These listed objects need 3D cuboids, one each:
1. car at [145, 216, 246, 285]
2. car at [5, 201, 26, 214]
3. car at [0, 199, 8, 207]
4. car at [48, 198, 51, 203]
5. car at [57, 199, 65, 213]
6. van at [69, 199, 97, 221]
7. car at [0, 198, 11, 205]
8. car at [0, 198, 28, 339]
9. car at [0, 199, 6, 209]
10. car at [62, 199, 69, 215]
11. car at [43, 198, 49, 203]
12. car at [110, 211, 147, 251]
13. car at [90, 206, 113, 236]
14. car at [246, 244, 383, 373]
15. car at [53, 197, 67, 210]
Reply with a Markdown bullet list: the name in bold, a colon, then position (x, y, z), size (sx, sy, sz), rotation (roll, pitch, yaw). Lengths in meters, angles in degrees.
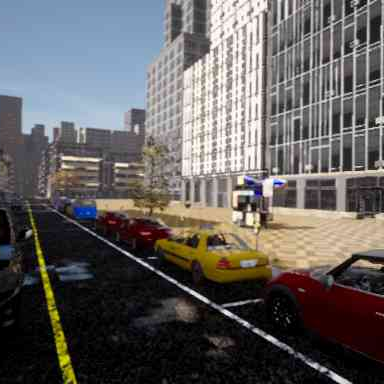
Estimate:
- **car**: position (0.298, 1.644, 9.852), size (1.752, 1.417, 4.829), rotation (1, -1, -27)
- **car**: position (-20.205, 1.735, 38.169), size (1.994, 1.385, 4.181), rotation (1, -1, -27)
- **car**: position (-31.826, 1.811, 55.392), size (1.802, 1.307, 4.206), rotation (1, -1, -27)
- **car**: position (-21.935, 1.875, 54.345), size (1.752, 1.417, 4.829), rotation (1, -1, -27)
- **car**: position (-14.449, 1.831, 39.363), size (1.947, 1.339, 4.313), rotation (1, -1, -27)
- **van**: position (-9.506, 1.554, 29.477), size (1.690, 1.788, 3.998), rotation (1, -1, -27)
- **car**: position (-36.766, 1.854, 65.280), size (1.947, 1.339, 4.313), rotation (1, -1, -27)
- **car**: position (-4.438, 1.235, 6.405), size (2.150, 2.045, 5.566), rotation (1, -1, -27)
- **car**: position (-29.356, 1.782, 50.448), size (1.802, 1.307, 4.206), rotation (1, -1, -27)
- **car**: position (-12.053, 1.764, 34.570), size (1.752, 1.417, 4.829), rotation (1, -1, -27)
- **car**: position (-36.682, 2.075, 83.856), size (1.887, 1.381, 4.507), rotation (1, -1, -27)
- **car**: position (-2.097, 1.723, 14.644), size (1.802, 1.307, 4.206), rotation (1, -1, -27)
- **car**: position (-4.568, 1.746, 19.587), size (1.802, 1.307, 4.206), rotation (1, -1, -27)
- **car**: position (2.845, 1.536, 4.757), size (1.967, 1.590, 4.097), rotation (1, -1, -27)
- **car**: position (-16.918, 1.732, 44.307), size (1.967, 1.590, 4.097), rotation (1, -1, -27)
